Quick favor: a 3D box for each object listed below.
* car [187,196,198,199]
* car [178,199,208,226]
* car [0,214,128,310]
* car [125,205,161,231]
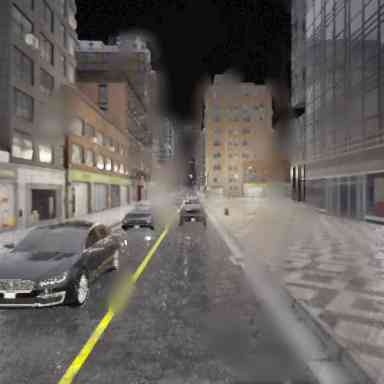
[{"bbox_3d":[0.091,1.313,43.596,2.128,1.511,4.902,0,1,0],"label":"car"},{"bbox_3d":[0.078,1.481,23.446,1.837,1.490,4.892,0,1,0],"label":"car"},{"bbox_3d":[-3.033,1.503,8.016,1.837,1.490,4.892,0,0,1],"label":"car"},{"bbox_3d":[-3.014,1.531,20.985,2.033,1.411,5.357,0,0,0],"label":"car"}]
